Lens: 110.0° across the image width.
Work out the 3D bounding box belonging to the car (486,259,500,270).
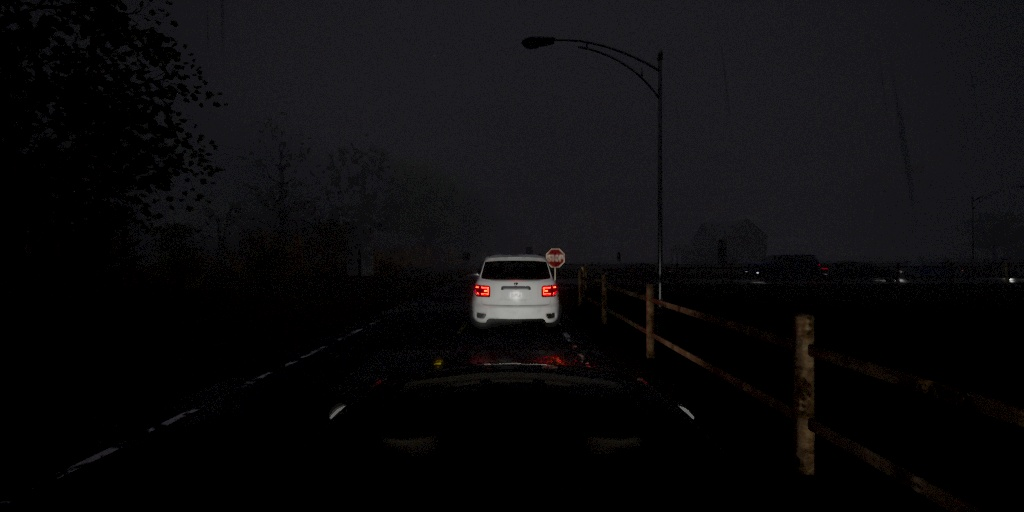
[{"bbox_3d":[-2.827,1.239,53.384,1.812,1.442,4.674,0,0,0],"label":"car"}]

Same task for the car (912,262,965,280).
[{"bbox_3d":[33.027,1.156,28.922,5.357,1.411,2.033,0,0,-1],"label":"car"}]

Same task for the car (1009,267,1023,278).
[{"bbox_3d":[43.526,1.085,29.061,4.674,1.442,1.812,0,0,0],"label":"car"}]

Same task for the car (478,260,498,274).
[{"bbox_3d":[-2.837,1.277,43.119,2.033,1.411,5.357,0,0,0],"label":"car"}]

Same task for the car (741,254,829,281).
[{"bbox_3d":[21.519,0.883,28.738,5.566,2.045,2.150,0,0,-1],"label":"car"}]

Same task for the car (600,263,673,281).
[{"bbox_3d":[9.904,1.257,28.776,5.357,1.411,2.033,0,0,3],"label":"car"}]

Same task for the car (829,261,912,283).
[{"bbox_3d":[25.014,1.113,25.847,4.902,1.511,2.128,0,0,-1],"label":"car"}]

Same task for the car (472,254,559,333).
[{"bbox_3d":[0.098,0.971,10.831,2.150,2.045,5.566,0,0,0],"label":"car"}]
